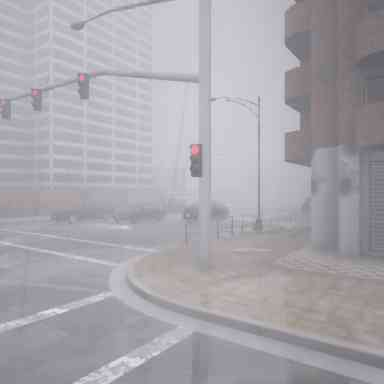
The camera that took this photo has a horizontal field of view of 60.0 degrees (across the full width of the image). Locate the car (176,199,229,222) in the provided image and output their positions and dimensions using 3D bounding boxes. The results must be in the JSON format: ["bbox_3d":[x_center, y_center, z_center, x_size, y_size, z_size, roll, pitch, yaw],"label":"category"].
[{"bbox_3d":[1.088,1.526,25.863,1.812,1.442,4.674,0,0,36],"label":"car"}]

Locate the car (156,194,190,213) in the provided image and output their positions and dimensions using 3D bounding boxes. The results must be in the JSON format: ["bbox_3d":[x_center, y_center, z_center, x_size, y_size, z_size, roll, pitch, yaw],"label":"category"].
[{"bbox_3d":[-2.601,1.352,33.099,2.097,1.767,4.553,0,0,35],"label":"car"}]

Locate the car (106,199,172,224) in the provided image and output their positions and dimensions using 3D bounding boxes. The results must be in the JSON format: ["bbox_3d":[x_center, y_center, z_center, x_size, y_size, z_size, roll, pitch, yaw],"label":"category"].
[{"bbox_3d":[-3.875,1.526,25.218,1.812,1.442,4.674,0,0,35],"label":"car"}]

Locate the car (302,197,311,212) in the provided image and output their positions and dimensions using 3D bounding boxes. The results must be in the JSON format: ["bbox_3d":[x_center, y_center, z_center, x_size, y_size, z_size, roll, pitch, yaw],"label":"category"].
[{"bbox_3d":[14.466,1.352,38.722,2.097,1.767,4.553,0,0,35],"label":"car"}]

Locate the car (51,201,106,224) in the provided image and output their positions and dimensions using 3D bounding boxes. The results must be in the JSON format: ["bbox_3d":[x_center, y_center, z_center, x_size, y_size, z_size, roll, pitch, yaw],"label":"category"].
[{"bbox_3d":[-8.176,1.478,25.230,1.882,1.535,5.008,0,0,35],"label":"car"}]
